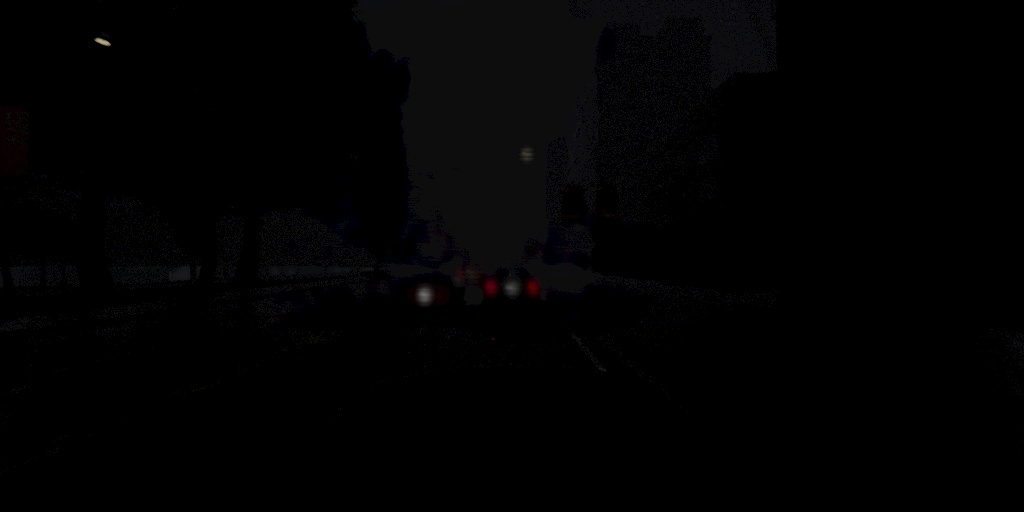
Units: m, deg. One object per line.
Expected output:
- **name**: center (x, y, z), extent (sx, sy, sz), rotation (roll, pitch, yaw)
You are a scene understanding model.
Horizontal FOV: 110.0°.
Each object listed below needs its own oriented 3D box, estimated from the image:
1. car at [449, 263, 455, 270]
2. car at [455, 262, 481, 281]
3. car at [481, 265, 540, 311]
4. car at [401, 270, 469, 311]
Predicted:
- **car**: center (-9.796, 1.958, 63.295), extent (1.812, 1.442, 4.674), rotation (0, -1, 1)
- **car**: center (-3.227, 1.398, 30.300), extent (2.097, 1.767, 4.553), rotation (0, -1, 1)
- **car**: center (0.024, 1.239, 15.300), extent (2.097, 1.767, 4.553), rotation (0, -1, 1)
- **car**: center (-3.225, 1.453, 15.303), extent (1.994, 1.385, 4.181), rotation (0, -1, 0)
